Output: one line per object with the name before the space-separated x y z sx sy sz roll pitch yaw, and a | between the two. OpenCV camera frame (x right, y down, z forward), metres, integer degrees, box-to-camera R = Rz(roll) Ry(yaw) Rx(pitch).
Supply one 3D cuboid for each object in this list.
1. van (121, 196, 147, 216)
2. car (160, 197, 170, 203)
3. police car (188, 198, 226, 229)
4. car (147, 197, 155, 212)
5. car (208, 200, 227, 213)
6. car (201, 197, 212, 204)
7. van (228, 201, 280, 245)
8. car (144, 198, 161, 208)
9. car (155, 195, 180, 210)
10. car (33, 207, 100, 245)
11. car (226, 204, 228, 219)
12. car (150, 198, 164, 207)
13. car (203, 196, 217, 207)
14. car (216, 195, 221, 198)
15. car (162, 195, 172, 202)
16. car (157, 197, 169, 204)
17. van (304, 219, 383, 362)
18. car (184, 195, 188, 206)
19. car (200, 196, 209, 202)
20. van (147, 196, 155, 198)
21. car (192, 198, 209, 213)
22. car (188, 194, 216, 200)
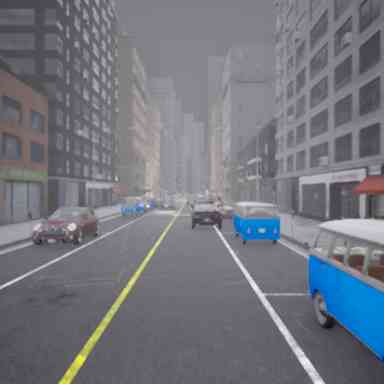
van | -5.678 1.369 31.923 1.690 1.788 3.998 0 0 0
car | -5.688 1.654 70.432 1.802 1.307 4.206 0 0 0
police car | 0.894 1.445 22.208 1.930 1.638 5.238 0 0 0
car | -5.679 1.584 37.423 2.008 1.369 4.403 0 0 0
car | 2.847 1.615 37.425 1.802 1.307 4.206 0 0 0
car | 2.839 1.616 64.933 2.008 1.369 4.403 0 0 0
van | 2.852 1.355 15.421 1.690 1.788 3.998 0 0 0
car | -5.682 1.610 48.426 1.947 1.339 4.313 0 0 0
car | -3.093 1.531 43.057 2.128 1.511 4.902 0 0 0
car | -5.673 1.453 15.419 1.967 1.590 4.097 0 0 0
car | 2.849 1.605 26.423 1.802 1.307 4.206 0 0 0
car | -5.683 1.633 53.928 1.802 1.307 4.206 0 0 0
car | 2.842 1.492 53.930 1.967 1.590 4.097 0 0 0
car | 2.844 1.354 42.927 2.192 1.841 5.009 0 0 0
car | -5.690 1.520 75.933 1.967 1.590 4.097 0 0 0
car | -5.686 1.631 64.930 1.947 1.339 4.313 0 0 0
van | 2.855 1.345 4.418 1.690 1.788 3.998 0 0 0
car | -0.015 1.620 57.335 1.994 1.385 4.181 0 0 0
car | 2.836 1.646 75.935 1.947 1.339 4.313 0 0 0
van | -5.681 1.380 42.925 1.690 1.788 3.998 0 0 0
car | 0.890 1.490 38.288 1.801 1.575 5.366 0 0 0
car | 0.892 1.379 32.069 2.097 1.767 4.553 0 0 0
